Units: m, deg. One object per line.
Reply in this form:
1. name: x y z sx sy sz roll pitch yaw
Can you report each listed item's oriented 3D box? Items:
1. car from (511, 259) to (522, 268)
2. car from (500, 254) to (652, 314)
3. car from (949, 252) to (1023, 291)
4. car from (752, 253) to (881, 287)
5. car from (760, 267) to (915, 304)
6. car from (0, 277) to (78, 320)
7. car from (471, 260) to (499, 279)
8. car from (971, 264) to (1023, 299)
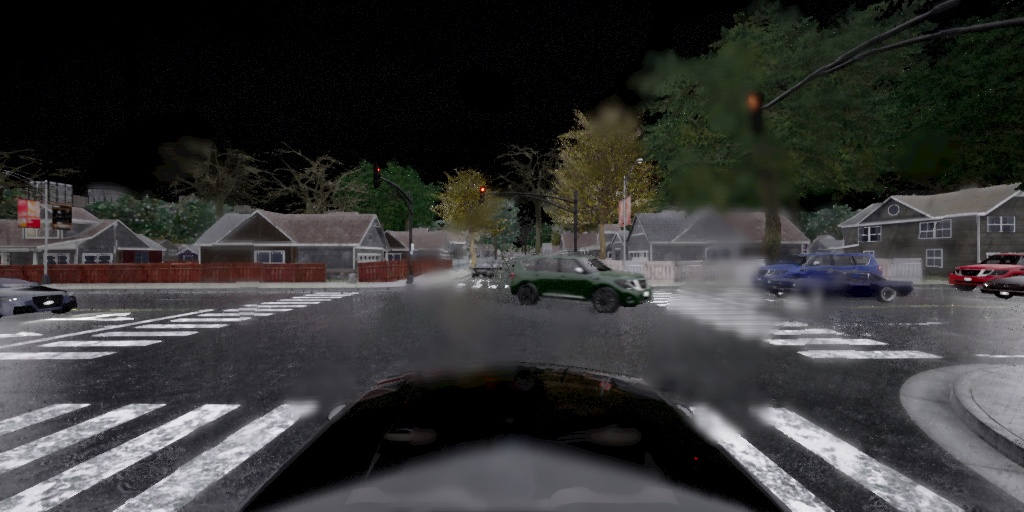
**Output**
1. car: 0.741 1.299 61.404 1.837 1.490 4.892 0 0 1
2. car: 2.425 0.955 13.955 5.566 2.045 2.150 -1 1 40
3. car: 25.851 0.811 18.107 5.566 2.045 2.150 0 0 1
4. car: 15.485 0.868 18.291 5.566 2.045 2.150 0 0 1
5. car: 13.555 1.260 15.059 4.718 1.301 1.895 0 0 1
6. car: -17.591 1.410 12.124 4.181 1.385 1.994 0 0 1
7. car: -2.584 1.312 33.197 2.033 1.411 5.357 0 0 1
8. car: 23.205 1.153 14.903 5.357 1.411 2.033 0 0 1
